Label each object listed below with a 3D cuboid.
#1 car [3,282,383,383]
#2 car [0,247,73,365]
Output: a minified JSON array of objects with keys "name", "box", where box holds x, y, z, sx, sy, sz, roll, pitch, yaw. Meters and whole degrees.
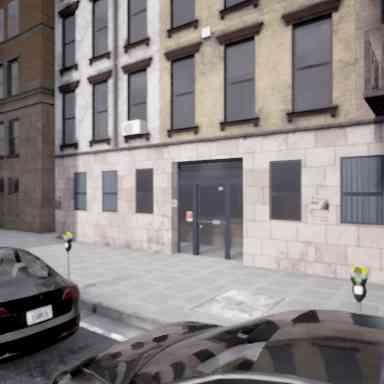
[{"name":"car","box":[0.809,1.567,2.231,4.313,1.339,1.947,0,0,36]},{"name":"car","box":[-3.597,1.578,5.375,4.313,1.339,1.947,0,0,36]}]
